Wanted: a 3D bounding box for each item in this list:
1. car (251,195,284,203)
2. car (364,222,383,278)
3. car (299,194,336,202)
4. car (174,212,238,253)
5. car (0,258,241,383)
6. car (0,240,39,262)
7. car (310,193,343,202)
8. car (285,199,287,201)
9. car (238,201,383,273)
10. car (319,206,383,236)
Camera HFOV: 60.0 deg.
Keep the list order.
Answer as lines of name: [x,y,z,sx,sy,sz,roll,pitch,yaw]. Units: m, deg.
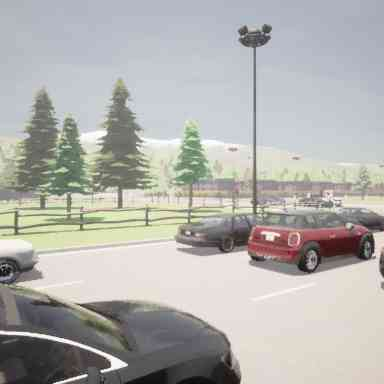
car: [12.287,1.546,55.722,2.033,1.411,5.357,0,0,-35]
car: [6.482,1.526,8.356,4.674,1.442,1.812,0,0,-35]
car: [17.687,1.505,48.011,1.837,1.490,4.892,0,0,-35]
car: [1.890,1.547,13.678,5.357,1.411,2.033,0,0,-35]
car: [-1.773,1.503,2.482,4.892,1.490,1.837,1,0,-36]
car: [-6.268,1.601,7.877,4.718,1.301,1.895,0,0,-35]
car: [20.086,1.221,50.693,2.150,2.045,5.566,0,0,-35]
car: [14.579,1.353,58.563,2.097,1.767,4.553,0,0,-35]
car: [3.996,1.352,10.882,4.553,1.767,2.097,0,0,-35]
car: [9.414,1.564,19.030,4.181,1.385,1.994,0,0,-35]
